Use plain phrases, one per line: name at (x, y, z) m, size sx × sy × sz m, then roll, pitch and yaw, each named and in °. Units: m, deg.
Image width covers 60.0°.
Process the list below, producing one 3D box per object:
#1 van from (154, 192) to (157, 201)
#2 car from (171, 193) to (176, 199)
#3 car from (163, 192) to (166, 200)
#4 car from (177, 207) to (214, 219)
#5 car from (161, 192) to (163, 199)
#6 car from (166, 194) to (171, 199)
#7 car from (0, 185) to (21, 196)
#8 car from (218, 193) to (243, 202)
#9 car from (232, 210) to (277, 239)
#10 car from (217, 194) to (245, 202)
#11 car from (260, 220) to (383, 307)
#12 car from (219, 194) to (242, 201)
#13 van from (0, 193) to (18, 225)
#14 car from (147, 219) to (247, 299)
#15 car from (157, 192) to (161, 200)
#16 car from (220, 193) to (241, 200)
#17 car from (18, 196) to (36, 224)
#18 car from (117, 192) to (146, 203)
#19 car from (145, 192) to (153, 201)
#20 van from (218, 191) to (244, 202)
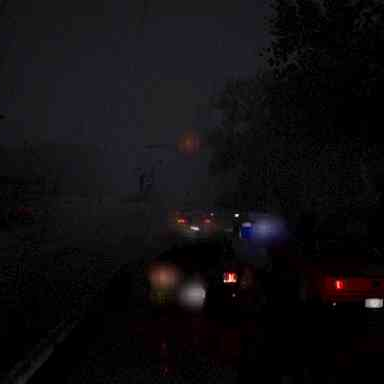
van at (-10.233, 1.029, 70.368) m, size 4.442 × 1.987 × 1.878 m, roll -1°, pitch 0°, yaw -14°
car at (-7.992, 0.984, 88.324) m, size 5.566 × 2.045 × 2.435 m, roll -1°, pitch 0°, yaw -12°
car at (-9.259, 1.286, 79.337) m, size 4.674 × 1.452 × 2.002 m, roll -1°, pitch 0°, yaw -13°
car at (0.173, 1.536, 17.480) m, size 1.812 × 1.442 × 4.674 m, roll 0°, pitch 0°, yaw 1°
car at (-9.631, 1.289, 76.335) m, size 4.674 × 1.452 × 2.002 m, roll -1°, pitch 0°, yaw -13°
car at (-8.443, 1.279, 85.319) m, size 4.674 × 1.452 × 2.002 m, roll -1°, pitch 0°, yaw -12°
car at (-28.159, 0.089, 52.254) m, size 2.002 × 1.452 × 4.674 m, roll 6°, pitch -3°, yaw -19°
car at (7.674, 1.080, 66.946) m, size 4.553 × 1.767 × 2.185 m, roll 1°, pitch 0°, yaw -14°
car at (3.165, 1.573, 16.635) m, size 1.994 × 1.385 × 4.181 m, roll 0°, pitch 0°, yaw 1°
car at (8.211, 1.200, 69.940) m, size 5.366 × 1.575 × 1.946 m, roll 1°, pitch 0°, yaw -13°
car at (3.121, 1.604, 7.887) m, size 1.895 × 1.301 × 4.718 m, roll 0°, pitch 0°, yaw 0°
car at (8.727, 1.231, 75.779) m, size 4.674 × 1.452 × 2.002 m, roll 1°, pitch 0°, yaw -13°
van at (-13.600, 1.278, 20.601) m, size 4.442 × 1.987 × 1.878 m, roll -1°, pitch 0°, yaw -19°
car at (0.111, 1.605, 8.378) m, size 1.895 × 1.301 × 4.718 m, roll 0°, pitch 0°, yaw 0°
car at (-10.004, 1.254, 73.340) m, size 4.892 × 1.521 × 2.231 m, roll -1°, pitch 0°, yaw -14°
car at (9.467, 1.054, 81.646) m, size 4.553 × 1.767 × 2.185 m, roll 1°, pitch 0°, yaw -12°
car at (-13.625, 1.381, 23.579) m, size 4.553 × 1.767 × 2.185 m, roll -1°, pitch 0°, yaw -19°
car at (-11.437, 1.302, 61.385) m, size 4.792 × 1.488 × 2.163 m, roll -1°, pitch 0°, yaw -15°
car at (-10.792, 1.256, 64.377) m, size 5.366 × 1.575 × 1.946 m, roll -1°, pitch 0°, yaw -15°
van at (7.290, 0.984, 63.977) m, size 4.442 × 1.987 × 1.878 m, roll 1°, pitch 0°, yaw -14°
